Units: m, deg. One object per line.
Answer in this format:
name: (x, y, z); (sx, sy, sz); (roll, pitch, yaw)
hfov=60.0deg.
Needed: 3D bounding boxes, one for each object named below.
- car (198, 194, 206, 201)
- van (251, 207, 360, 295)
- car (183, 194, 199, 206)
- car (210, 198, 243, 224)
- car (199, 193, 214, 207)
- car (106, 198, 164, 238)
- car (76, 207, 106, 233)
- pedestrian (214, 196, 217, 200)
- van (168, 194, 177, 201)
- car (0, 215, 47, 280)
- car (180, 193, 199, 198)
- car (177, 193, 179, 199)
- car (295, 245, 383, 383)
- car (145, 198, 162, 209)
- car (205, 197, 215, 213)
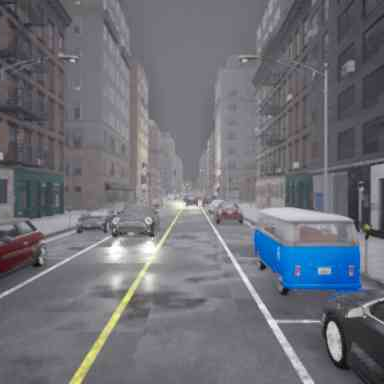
car: (2.704, 1.344, 89.933); (2.192, 1.841, 5.009); (0, 0, 0)
van: (2.636, 1.343, 8.474); (1.690, 1.788, 3.998); (0, 0, 0)
car: (-0.005, 1.502, 53.717); (1.882, 1.535, 5.008); (0, -1, 0)
car: (2.636, 1.450, 25.006); (1.967, 1.590, 4.097); (0, 0, 0)
car: (2.636, 1.337, 52.562); (2.192, 1.841, 5.009); (0, 0, 0)
car: (-2.849, 1.359, 17.756); (2.097, 1.767, 4.553); (0, 0, 0)
car: (-5.388, 1.558, 19.495); (2.008, 1.369, 4.403); (0, 0, 0)
pedestrian: (2.750, 1.311, 38.913); (0.375, 1.860, 0.375); (0, 0, -14)
van: (-5.409, 1.370, 84.525); (1.690, 1.788, 3.998); (0, 0, 0)
car: (-5.388, 1.442, 8.473); (1.967, 1.590, 4.097); (0, 0, 0)
car: (-0.285, 1.325, 70.936); (2.097, 1.767, 4.553); (0, 0, 18)
car: (-5.406, 1.597, 95.338); (1.947, 1.339, 4.313); (0, 0, 0)
car: (2.637, 1.551, 2.963); (2.008, 1.369, 4.403); (0, 0, 0)
car: (-5.389, 1.565, 47.051); (1.887, 1.381, 4.507); (0, 0, 0)
car: (2.750, 1.542, 36.077); (1.812, 1.442, 4.674); (0, 0, 0)
